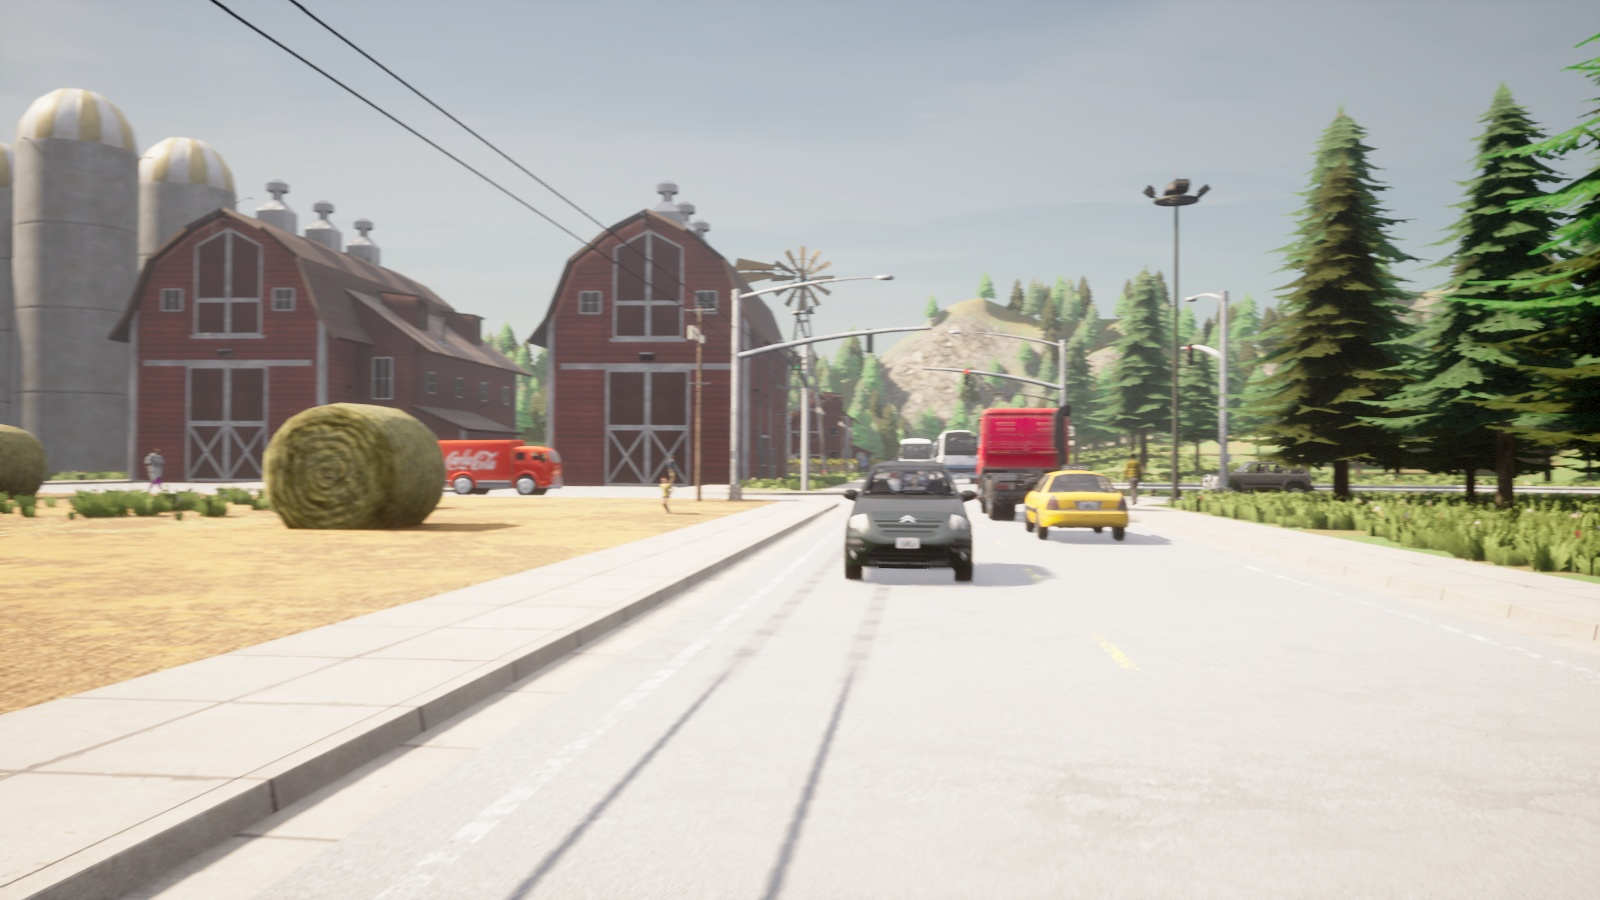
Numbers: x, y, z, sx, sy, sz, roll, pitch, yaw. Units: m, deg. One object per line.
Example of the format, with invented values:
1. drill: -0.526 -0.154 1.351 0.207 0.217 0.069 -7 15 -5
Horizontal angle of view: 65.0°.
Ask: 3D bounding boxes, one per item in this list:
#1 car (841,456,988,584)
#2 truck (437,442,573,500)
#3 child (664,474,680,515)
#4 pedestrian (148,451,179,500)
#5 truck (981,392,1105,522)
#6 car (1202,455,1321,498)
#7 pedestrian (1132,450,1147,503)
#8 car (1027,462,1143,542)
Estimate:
1. car: 1.646 0.904 17.938 1.851 1.617 3.988 0 -1 6
2. truck: -12.766 0.907 54.625 5.204 2.467 2.627 0 0 5
3. child: -3.459 1.204 33.917 0.255 1.110 0.394 0 -1 23
4. pedestrian: -25.367 1.022 50.064 0.873 1.952 0.659 0 -1 19
5. truck: 7.091 0.230 37.689 2.891 3.462 7.936 0 -1 6
6. car: 20.337 1.177 55.504 4.605 1.855 1.932 0 -1 5
7. pedestrian: 11.847 0.927 43.825 0.431 1.840 0.709 0 -1 10
8. car: 6.087 1.042 27.394 1.801 1.575 5.366 0 0 6
